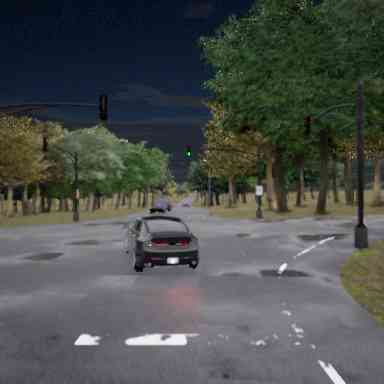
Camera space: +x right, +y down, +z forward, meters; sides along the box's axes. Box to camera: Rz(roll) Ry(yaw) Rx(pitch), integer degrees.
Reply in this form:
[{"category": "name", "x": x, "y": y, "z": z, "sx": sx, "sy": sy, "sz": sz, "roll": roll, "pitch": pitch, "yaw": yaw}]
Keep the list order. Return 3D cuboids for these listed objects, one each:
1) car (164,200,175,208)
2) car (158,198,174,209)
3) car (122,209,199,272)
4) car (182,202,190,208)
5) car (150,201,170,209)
[{"category": "car", "x": -4.761, "y": 2.588, "z": 71.761, "sx": 2.097, "sy": 1.767, "sz": 4.553, "roll": 0, "pitch": -2, "yaw": -1}, {"category": "car", "x": -4.369, "y": 1.940, "z": 51.205, "sx": 2.150, "sy": 2.045, "sz": 5.566, "roll": 0, "pitch": -1, "yaw": -2}, {"category": "car", "x": -1.165, "y": 1.543, "z": 11.121, "sx": 1.837, "sy": 1.490, "sz": 4.892, "roll": 1, "pitch": 0, "yaw": -16}, {"category": "car", "x": -1.498, "y": 3.193, "z": 82.284, "sx": 1.895, "sy": 1.301, "sz": 4.718, "roll": 0, "pitch": -2, "yaw": -1}, {"category": "car", "x": -4.170, "y": 2.118, "z": 41.338, "sx": 1.895, "sy": 1.301, "sz": 4.718, "roll": 0, "pitch": -1, "yaw": -1}]
